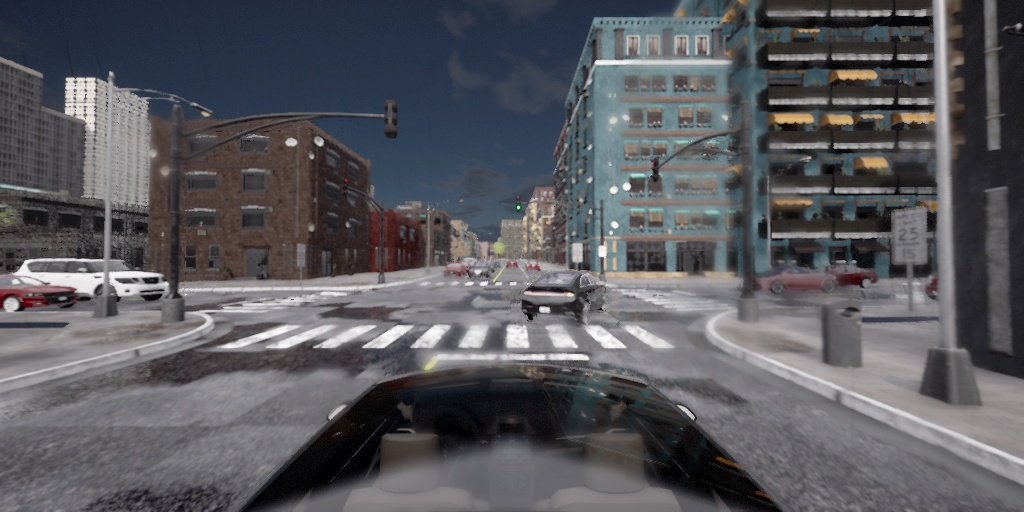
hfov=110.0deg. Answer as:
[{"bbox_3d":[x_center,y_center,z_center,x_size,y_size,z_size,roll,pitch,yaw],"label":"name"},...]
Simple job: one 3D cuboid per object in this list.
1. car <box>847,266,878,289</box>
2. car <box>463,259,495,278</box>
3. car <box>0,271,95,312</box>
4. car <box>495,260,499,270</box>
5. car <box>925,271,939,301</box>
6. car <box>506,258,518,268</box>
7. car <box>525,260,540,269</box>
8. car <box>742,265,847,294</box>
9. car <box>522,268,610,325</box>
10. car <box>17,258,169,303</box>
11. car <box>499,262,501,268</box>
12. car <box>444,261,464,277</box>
[{"bbox_3d":[19.492,1.241,21.829,4.507,1.381,1.888,0,0,1],"label":"car"},{"bbox_3d":[-3.064,1.302,34.582,2.128,1.511,4.902,0,0,0],"label":"car"},{"bbox_3d":[-19.285,1.387,13.619,4.507,1.381,1.888,0,0,1],"label":"car"},{"bbox_3d":[-3.050,1.320,44.824,2.128,1.511,4.902,0,0,0],"label":"car"},{"bbox_3d":[18.183,0.969,13.261,4.097,1.591,1.967,0,0,1],"label":"car"},{"bbox_3d":[0.050,1.217,63.955,2.097,1.767,4.553,0,0,0],"label":"car"},{"bbox_3d":[2.728,1.274,47.741,1.967,1.591,4.097,0,0,0],"label":"car"},{"bbox_3d":[14.772,1.242,19.213,4.181,1.385,1.994,0,-1,1],"label":"car"},{"bbox_3d":[1.954,1.262,12.047,2.128,1.511,4.902,-1,0,25],"label":"car"},{"bbox_3d":[-19.060,1.117,16.357,5.566,2.045,2.150,0,-1,1],"label":"car"},{"bbox_3d":[-2.972,1.426,62.058,1.994,1.385,4.181,0,0,0],"label":"car"},{"bbox_3d":[-5.739,1.359,36.317,1.888,1.381,4.507,0,0,0],"label":"car"}]
